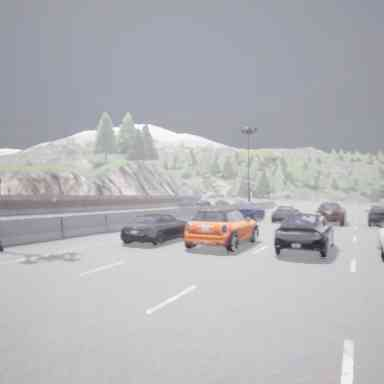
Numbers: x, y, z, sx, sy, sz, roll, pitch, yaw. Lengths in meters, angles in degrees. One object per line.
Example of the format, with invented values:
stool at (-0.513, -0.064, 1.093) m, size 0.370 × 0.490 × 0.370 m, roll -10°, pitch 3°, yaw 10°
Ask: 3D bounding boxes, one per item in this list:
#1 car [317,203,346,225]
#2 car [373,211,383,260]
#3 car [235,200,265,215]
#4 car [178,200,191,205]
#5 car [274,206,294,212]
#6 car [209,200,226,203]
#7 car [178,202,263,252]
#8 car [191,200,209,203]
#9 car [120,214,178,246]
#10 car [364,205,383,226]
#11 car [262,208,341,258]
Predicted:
car at (11.263, 1.657, 26.931) m, size 2.097 × 1.767 × 4.553 m, roll 0°, pitch -1°, yaw 27°
car at (7.965, 1.664, 12.358) m, size 1.812 × 1.442 × 4.674 m, roll 0°, pitch -1°, yaw 27°
car at (5.359, 1.834, 30.768) m, size 1.882 × 1.535 × 5.008 m, roll 0°, pitch 0°, yaw 27°
car at (-1.245, 2.338, 66.031) m, size 1.994 × 1.385 × 4.181 m, roll 0°, pitch -1°, yaw 23°
car at (8.128, 1.892, 28.488) m, size 1.994 × 1.385 × 4.181 m, roll 0°, pitch -1°, yaw 27°
car at (5.491, 2.251, 64.084) m, size 1.837 × 1.490 × 4.892 m, roll 0°, pitch -1°, yaw 22°
car at (1.476, 1.528, 15.038) m, size 2.097 × 1.767 × 4.553 m, roll 0°, pitch -1°, yaw 27°
car at (2.127, 2.240, 65.048) m, size 1.882 × 1.535 × 5.008 m, roll 0°, pitch -1°, yaw 22°
car at (-1.662, 1.763, 16.587) m, size 1.994 × 1.385 × 4.181 m, roll 0°, pitch -1°, yaw 27°
car at (14.437, 1.792, 25.453) m, size 1.837 × 1.490 × 4.892 m, roll 0°, pitch 0°, yaw 27°
car at (4.651, 1.649, 13.561) m, size 2.128 × 1.511 × 4.902 m, roll 0°, pitch -1°, yaw 27°
